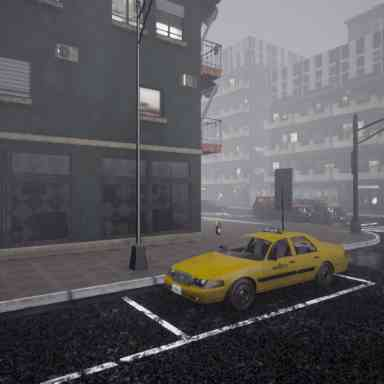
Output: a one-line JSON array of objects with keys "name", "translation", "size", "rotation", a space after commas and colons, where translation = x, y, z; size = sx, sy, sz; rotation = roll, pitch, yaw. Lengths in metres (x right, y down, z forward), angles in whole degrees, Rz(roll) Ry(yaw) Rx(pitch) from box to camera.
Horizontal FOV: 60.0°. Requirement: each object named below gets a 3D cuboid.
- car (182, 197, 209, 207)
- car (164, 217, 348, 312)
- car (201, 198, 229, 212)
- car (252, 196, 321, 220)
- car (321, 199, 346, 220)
[{"name": "car", "translation": [0.516, 1.466, 48.776], "size": [1.802, 1.307, 4.206], "rotation": [0, 0, -35]}, {"name": "car", "translation": [1.679, 1.525, 7.703], "size": [4.829, 1.417, 1.752], "rotation": [0, 0, -35]}, {"name": "car", "translation": [1.768, 1.459, 37.024], "size": [2.033, 1.411, 5.357], "rotation": [0, 0, -35]}, {"name": "car", "translation": [6.827, 1.264, 25.454], "size": [2.192, 1.841, 5.009], "rotation": [0, 0, -35]}, {"name": "car", "translation": [9.586, 1.304, 25.960], "size": [2.097, 1.767, 4.553], "rotation": [0, 0, -34]}]
